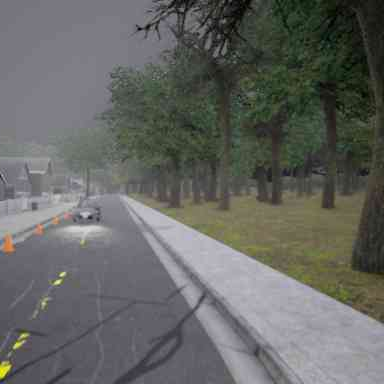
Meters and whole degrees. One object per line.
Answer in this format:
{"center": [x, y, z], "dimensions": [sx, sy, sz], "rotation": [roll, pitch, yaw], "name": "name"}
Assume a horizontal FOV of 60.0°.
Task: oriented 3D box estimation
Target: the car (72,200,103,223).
{"center": [-7.645, 1.348, 24.538], "dimensions": [2.128, 1.511, 4.902], "rotation": [0, 0, -13], "name": "car"}

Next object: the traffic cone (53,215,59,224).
{"center": [-9.048, 1.830, 22.098], "dimensions": [0.340, 0.580, 0.340], "rotation": [0, 0, -13], "name": "traffic cone"}

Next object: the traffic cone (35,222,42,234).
{"center": [-7.917, 1.855, 17.227], "dimensions": [0.340, 0.580, 0.340], "rotation": [0, 0, -13], "name": "traffic cone"}

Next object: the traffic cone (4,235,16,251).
{"center": [-6.785, 1.880, 12.356], "dimensions": [0.340, 0.580, 0.340], "rotation": [0, 0, -13], "name": "traffic cone"}
